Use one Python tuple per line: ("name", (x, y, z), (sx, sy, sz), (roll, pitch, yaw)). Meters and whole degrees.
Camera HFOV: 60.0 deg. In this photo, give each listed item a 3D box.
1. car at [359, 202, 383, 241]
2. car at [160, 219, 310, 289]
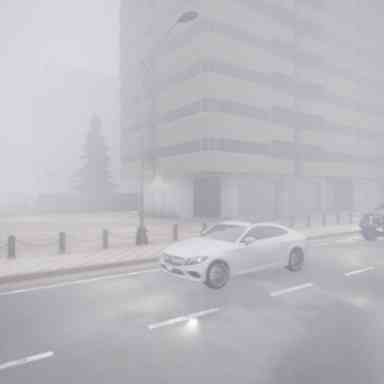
("car", (10.069, 1.203, 15.386), (5.566, 2.045, 2.150), (0, 0, -35))
("car", (1.361, 1.519, 9.248), (4.674, 1.442, 1.812), (0, 0, -35))
